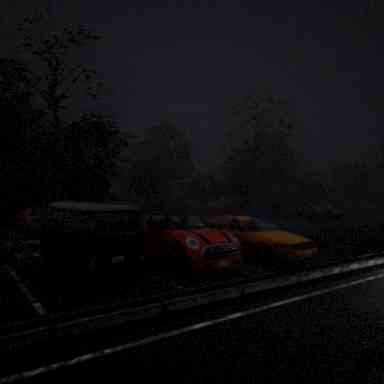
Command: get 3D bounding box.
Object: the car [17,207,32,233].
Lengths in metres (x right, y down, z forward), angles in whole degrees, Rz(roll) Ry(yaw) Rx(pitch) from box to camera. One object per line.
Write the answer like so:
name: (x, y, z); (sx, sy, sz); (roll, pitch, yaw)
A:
car: (-9.247, 1.502, 19.989); (1.946, 1.575, 5.366); (1, 0, -36)

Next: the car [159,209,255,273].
car: (-0.433, 1.405, 11.033); (2.185, 1.767, 4.553); (1, -1, -36)

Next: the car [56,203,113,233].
car: (-7.091, 1.539, 21.548); (1.946, 1.575, 5.366); (1, -1, -36)

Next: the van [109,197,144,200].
van: (-4.648, 1.362, 22.943); (1.878, 1.987, 4.442); (1, -1, -36)

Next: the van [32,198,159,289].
van: (-2.942, 1.268, 9.322); (1.878, 1.987, 4.442); (1, 0, -36)

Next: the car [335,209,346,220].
car: (14.684, 2.118, 37.093); (2.185, 1.767, 4.553); (2, -1, -36)

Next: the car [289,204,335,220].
car: (12.139, 2.179, 35.196); (2.002, 1.452, 4.674); (2, -1, -36)

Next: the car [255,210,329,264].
car: (2.056, 1.575, 12.567); (1.946, 1.575, 5.366); (1, -1, -36)
